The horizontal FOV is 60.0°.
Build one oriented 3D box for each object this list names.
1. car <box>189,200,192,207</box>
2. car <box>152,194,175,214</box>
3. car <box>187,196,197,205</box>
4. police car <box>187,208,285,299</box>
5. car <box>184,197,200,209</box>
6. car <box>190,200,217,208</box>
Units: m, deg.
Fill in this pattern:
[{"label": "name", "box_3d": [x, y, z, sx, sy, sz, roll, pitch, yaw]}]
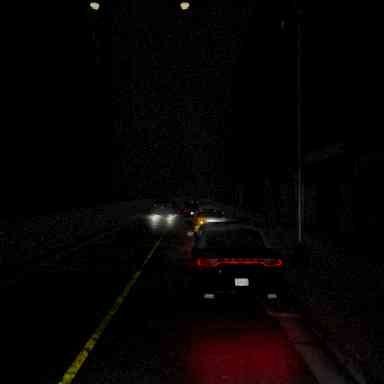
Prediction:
[{"label": "car", "box_3d": [0.906, 1.545, 24.500, 1.812, 1.442, 4.674, 0, 0, 0]}, {"label": "car", "box_3d": [-2.993, 1.260, 36.230, 2.150, 2.045, 5.566, 0, 0, 0]}, {"label": "car", "box_3d": [0.014, 1.570, 60.332, 1.882, 1.535, 5.008, 0, 0, 0]}, {"label": "police car", "box_3d": [0.902, 1.429, 8.608, 1.930, 1.638, 5.238, 0, 0, 0]}, {"label": "car", "box_3d": [0.026, 1.411, 46.589, 2.097, 1.767, 4.553, 0, 0, 0]}, {"label": "car", "box_3d": [0.904, 1.467, 18.690, 1.801, 1.575, 5.366, 0, 0, 0]}]
